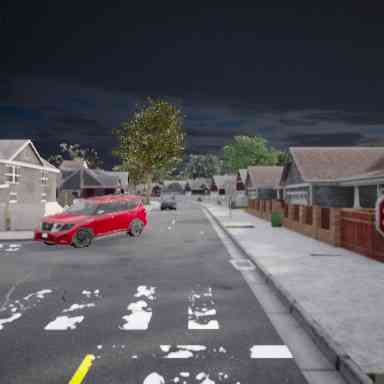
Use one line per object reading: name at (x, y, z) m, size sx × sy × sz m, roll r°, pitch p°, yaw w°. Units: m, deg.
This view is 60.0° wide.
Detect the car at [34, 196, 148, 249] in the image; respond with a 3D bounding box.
car at (-4.408, 1.276, 15.584) m, size 2.150 × 2.045 × 5.566 m, roll 3°, pitch 3°, yaw 32°

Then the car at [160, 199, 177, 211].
car at (-2.788, 1.559, 40.729) m, size 2.033 × 1.411 × 5.357 m, roll 0°, pitch 0°, yaw 0°
